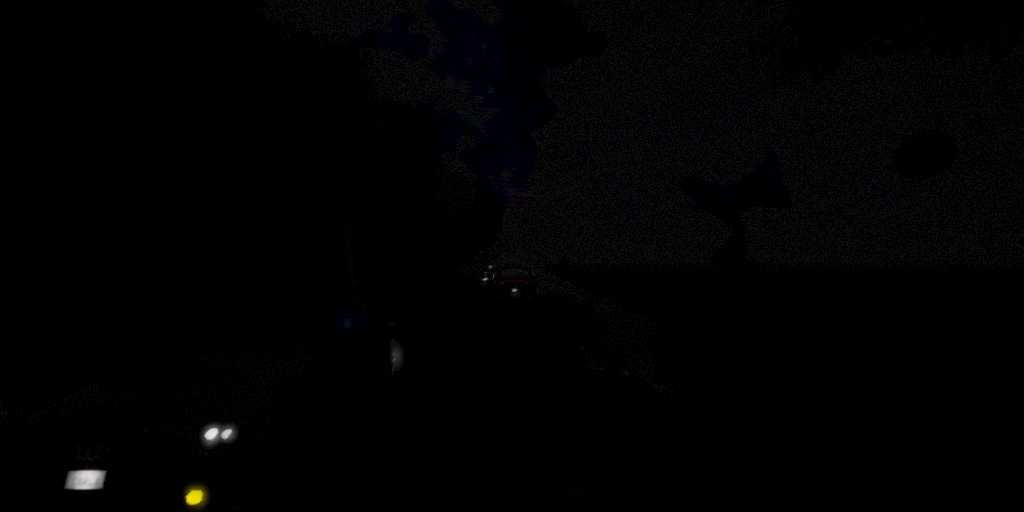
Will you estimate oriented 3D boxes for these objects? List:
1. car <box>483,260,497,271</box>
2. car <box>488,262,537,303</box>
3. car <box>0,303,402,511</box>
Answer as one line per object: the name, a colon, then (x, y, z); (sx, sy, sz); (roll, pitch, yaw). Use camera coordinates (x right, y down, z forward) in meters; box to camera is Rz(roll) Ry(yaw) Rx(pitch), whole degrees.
car: (-2.736, 1.232, 47.504); (2.128, 1.511, 4.902); (0, 0, 0)
car: (0.105, 1.211, 16.731); (1.882, 1.535, 5.008); (0, 0, 0)
car: (-2.851, 1.311, 4.390); (1.994, 1.385, 4.181); (0, 0, 0)
